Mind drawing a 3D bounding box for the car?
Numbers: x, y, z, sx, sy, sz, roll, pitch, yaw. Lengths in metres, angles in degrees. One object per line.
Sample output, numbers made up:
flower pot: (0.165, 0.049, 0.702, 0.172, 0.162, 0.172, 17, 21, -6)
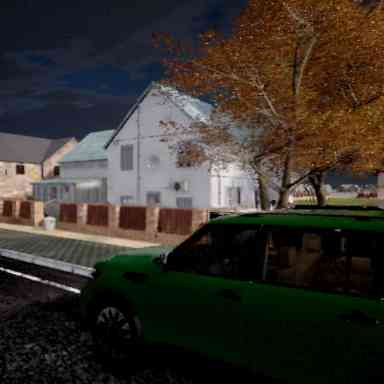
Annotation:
car: (1.038, 1.214, 4.021, 5.566, 2.045, 2.150, 1, 0, 36)
